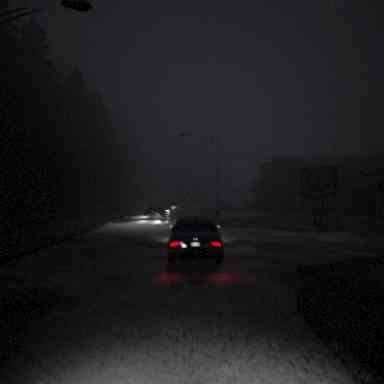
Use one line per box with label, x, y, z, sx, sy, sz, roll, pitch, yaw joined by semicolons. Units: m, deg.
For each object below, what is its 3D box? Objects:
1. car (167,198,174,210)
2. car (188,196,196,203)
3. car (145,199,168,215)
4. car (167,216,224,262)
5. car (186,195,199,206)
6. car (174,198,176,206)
car;-4.043;1.745;47.644;1.837;1.490;4.892;0;0;0
car;0.049;1.704;73.852;1.837;1.490;4.892;0;0;0
car;-4.064;1.787;36.858;1.895;1.301;4.718;0;0;0
car;0.106;1.610;12.344;2.033;1.411;5.357;0;0;0
car;0.042;1.541;63.463;2.150;2.045;5.566;0;0;0
car;-3.984;1.804;62.313;2.128;1.511;4.902;0;0;1
